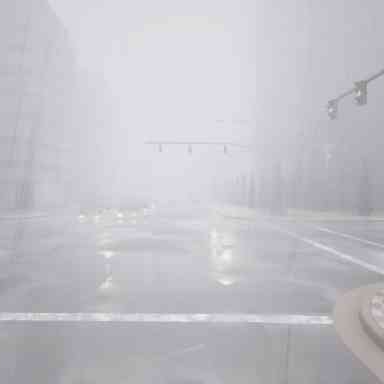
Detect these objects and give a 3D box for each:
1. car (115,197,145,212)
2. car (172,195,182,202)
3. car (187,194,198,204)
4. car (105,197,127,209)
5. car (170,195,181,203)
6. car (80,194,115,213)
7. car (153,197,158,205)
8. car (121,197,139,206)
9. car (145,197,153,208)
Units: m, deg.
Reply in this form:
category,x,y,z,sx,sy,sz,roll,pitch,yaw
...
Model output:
category,x,y,z,sx,sy,sz,roll,pitch,yaw
car,-7.045,1.352,38.080,2.097,1.767,4.553,0,0,0
car,-3.390,1.494,76.002,2.128,1.511,4.902,0,0,0
car,0.096,1.547,66.100,2.033,1.411,5.357,0,0,0
car,-10.531,1.477,46.438,1.882,1.535,5.008,0,0,0
car,-3.404,1.505,66.674,1.837,1.490,4.892,0,0,0
car,-10.546,1.221,36.736,2.150,2.045,5.566,0,0,0
car,-7.001,1.564,56.943,1.994,1.385,4.181,0,0,0
car,-10.501,1.547,56.771,2.033,1.411,5.357,0,0,0
car,-7.027,1.526,47.064,1.812,1.442,4.674,0,0,0
